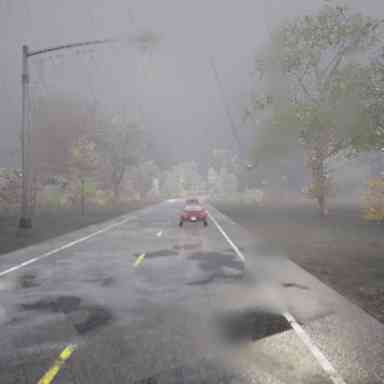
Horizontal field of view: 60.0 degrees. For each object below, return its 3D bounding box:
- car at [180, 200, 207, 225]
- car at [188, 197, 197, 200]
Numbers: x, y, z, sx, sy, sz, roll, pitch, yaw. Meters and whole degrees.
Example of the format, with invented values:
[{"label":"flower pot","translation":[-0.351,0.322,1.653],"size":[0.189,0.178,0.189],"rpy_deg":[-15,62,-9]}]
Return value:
[{"label":"car","translation":[0.090,1.553,23.979],"size":[1.812,1.442,4.674],"rpy_deg":[0,0,0]},{"label":"car","translation":[0.075,1.562,49.428],"size":[1.837,1.490,4.892],"rpy_deg":[0,0,0]}]
